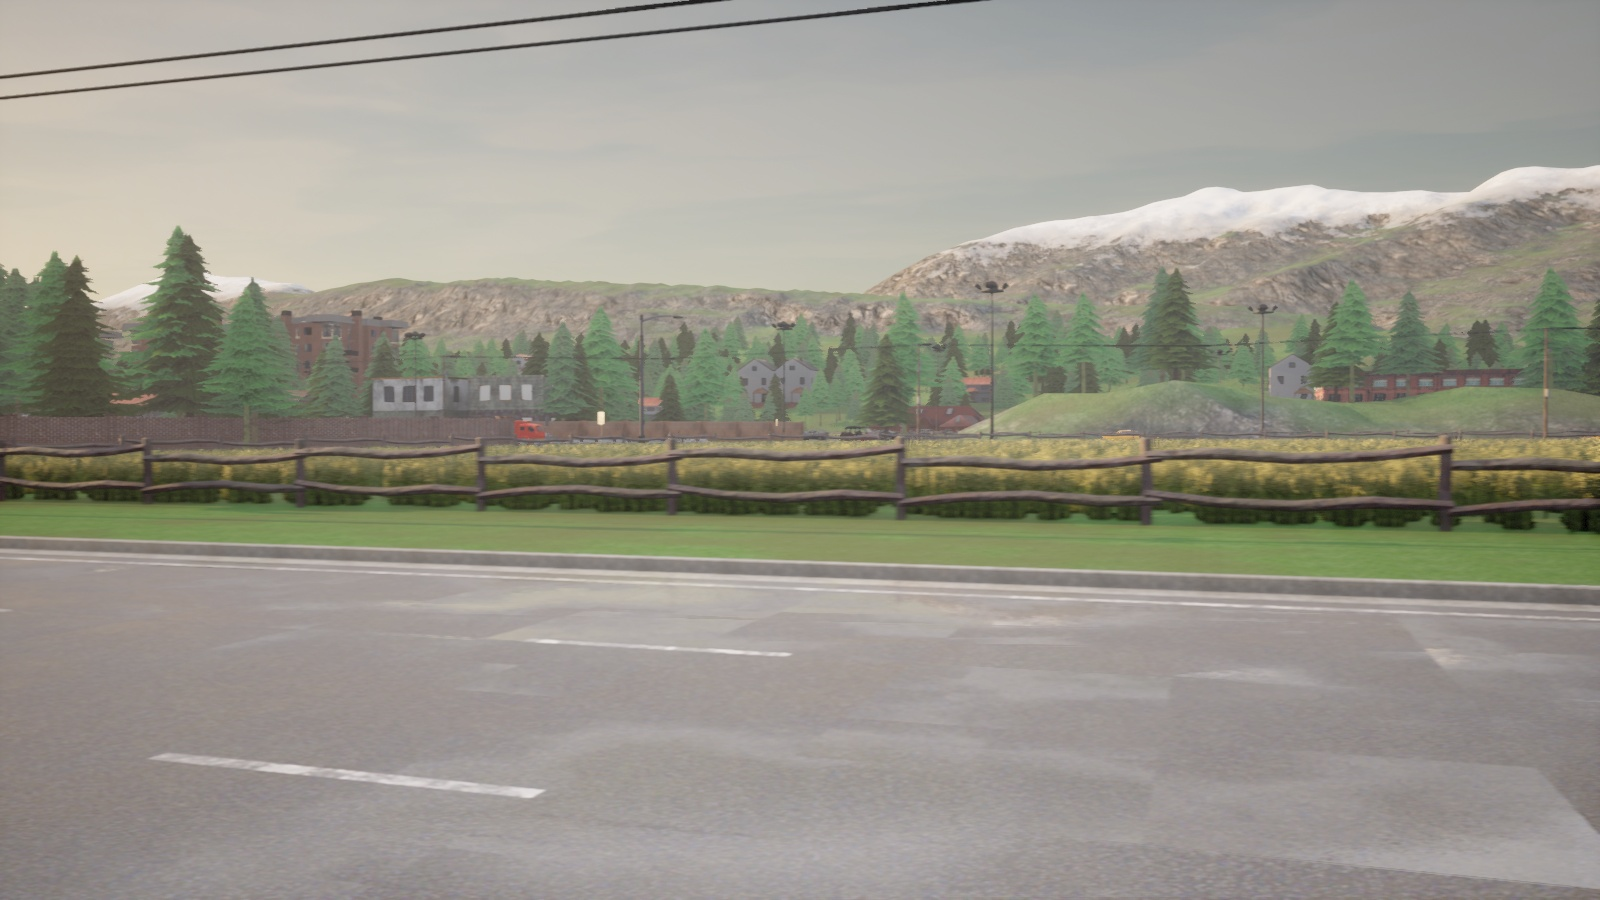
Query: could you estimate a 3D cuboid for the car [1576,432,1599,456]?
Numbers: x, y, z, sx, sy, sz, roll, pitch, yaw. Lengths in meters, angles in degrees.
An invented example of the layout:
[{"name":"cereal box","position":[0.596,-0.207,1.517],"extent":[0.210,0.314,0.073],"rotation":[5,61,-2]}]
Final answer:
[{"name":"car","position":[54.665,-0.358,83.037],"extent":[5.366,1.575,1.801],"rotation":[1,1,18]}]
